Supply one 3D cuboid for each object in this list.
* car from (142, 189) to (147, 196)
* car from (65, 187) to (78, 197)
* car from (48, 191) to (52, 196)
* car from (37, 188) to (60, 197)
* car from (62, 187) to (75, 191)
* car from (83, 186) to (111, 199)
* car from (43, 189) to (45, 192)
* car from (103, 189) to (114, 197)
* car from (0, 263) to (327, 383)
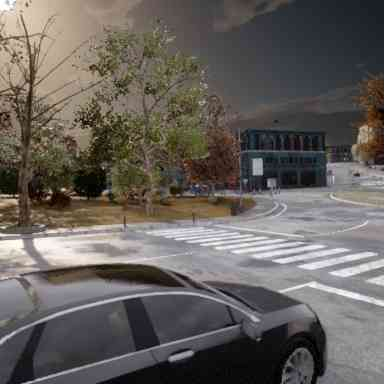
[{"bbox_3d":[-8.722,-0.083,57.303,2.435,2.045,5.566,-1,2,16],"label":"car"},{"bbox_3d":[-23.024,0.350,67.963,2.163,1.488,4.792,-1,2,17],"label":"car"},{"bbox_3d":[-27.743,0.293,71.614,2.231,1.521,4.892,-1,2,18],"label":"car"},{"bbox_3d":[-32.434,0.101,75.250,2.185,1.767,4.553,0,2,18],"label":"car"},{"bbox_3d":[-25.392,0.061,69.763,2.435,2.045,5.566,0,2,17],"label":"car"},{"bbox_3d":[-18.280,0.053,64.423,2.435,2.045,5.566,-2,2,17],"label":"car"},{"bbox_3d":[-30.077,0.261,73.450,2.097,1.535,5.008,0,2,18],"label":"car"},{"bbox_3d":[-13.518,0.124,60.817,2.185,1.767,4.553,-2,2,16],"label":"car"},{"bbox_3d":[-0.629,1.505,3.300,4.892,1.490,1.837,0,0,-36],"label":"car"}]
